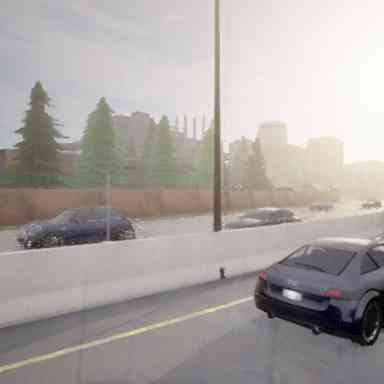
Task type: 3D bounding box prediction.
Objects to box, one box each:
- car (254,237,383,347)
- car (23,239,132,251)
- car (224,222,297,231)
[{"bbox_3d":[3.134,1.583,6.464,4.181,1.385,1.994,0,0,-39],"label":"car"},{"bbox_3d":[-4.713,1.408,13.812,4.553,1.767,2.097,0,0,-39],"label":"car"},{"bbox_3d":[3.575,1.559,16.393,4.892,1.490,1.837,1,0,-44],"label":"car"}]
